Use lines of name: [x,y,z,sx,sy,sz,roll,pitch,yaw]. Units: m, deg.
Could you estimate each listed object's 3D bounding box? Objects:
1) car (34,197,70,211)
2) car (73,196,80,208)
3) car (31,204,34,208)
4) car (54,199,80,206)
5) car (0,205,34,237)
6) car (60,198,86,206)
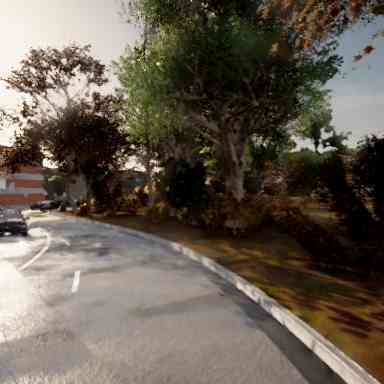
car: [-20.121,1.940,48.038,2.128,1.511,4.902,-1,-1,4]
car: [-19.172,1.753,60.864,2.150,2.045,5.566,0,0,5]
car: [-23.198,2.067,51.574,1.994,1.385,4.181,-1,0,5]
car: [-26.144,2.158,69.568,4.674,1.452,2.002,-1,0,5]
car: [-10.236,1.662,18.451,2.033,1.411,5.357,-1,0,-30]
car: [-25.915,2.130,72.386,5.008,1.535,2.097,-1,0,5]
